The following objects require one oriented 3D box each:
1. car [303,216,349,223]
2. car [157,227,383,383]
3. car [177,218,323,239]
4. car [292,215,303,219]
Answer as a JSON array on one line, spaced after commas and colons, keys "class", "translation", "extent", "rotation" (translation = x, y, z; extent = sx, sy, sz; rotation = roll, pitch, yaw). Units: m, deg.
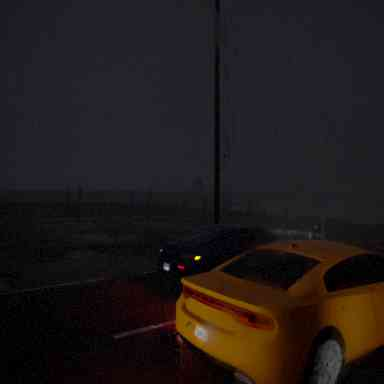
[{"class": "car", "translation": [12.674, 3.054, 30.131], "extent": [4.902, 1.511, 2.128], "rotation": [8, -5, -35]}, {"class": "car", "translation": [2.127, 1.518, 5.267], "extent": [5.008, 1.535, 1.882], "rotation": [1, -1, -36]}, {"class": "car", "translation": [1.298, 1.596, 8.974], "extent": [4.674, 1.442, 1.812], "rotation": [2, -1, -35]}, {"class": "car", "translation": [10.935, 3.081, 33.196], "extent": [5.008, 1.535, 1.882], "rotation": [8, -5, -35]}]
